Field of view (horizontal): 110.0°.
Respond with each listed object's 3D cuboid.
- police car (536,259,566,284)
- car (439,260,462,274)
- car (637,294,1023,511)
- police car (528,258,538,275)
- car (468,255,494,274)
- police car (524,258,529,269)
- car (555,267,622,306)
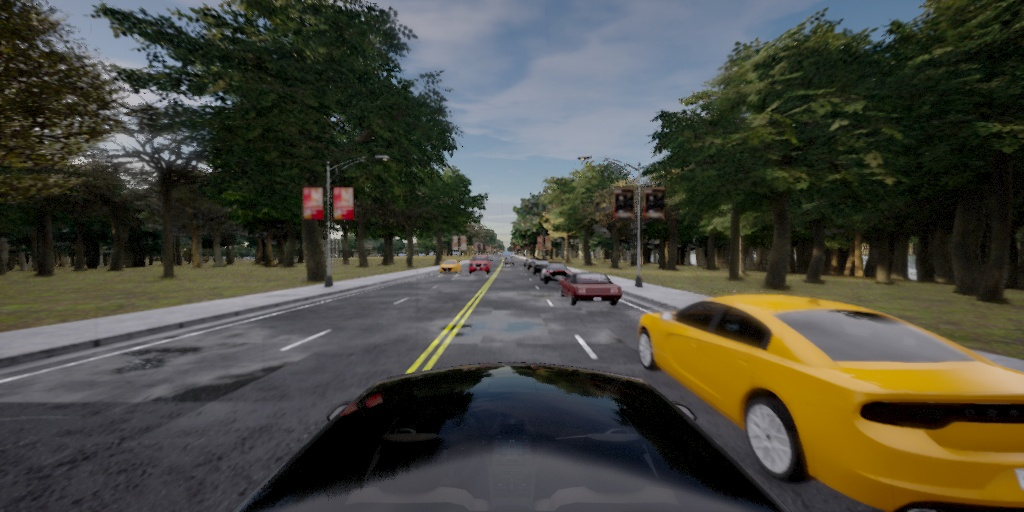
[{"bbox_3d":[3.181,1.224,26.730,2.038,1.542,4.974,0,0,0],"label":"police car"},{"bbox_3d":[-6.740,1.164,39.621,1.882,1.535,5.008,0,0,0],"label":"car"},{"bbox_3d":[3.249,1.226,4.694,1.882,1.535,5.008,0,0,0],"label":"car"},{"bbox_3d":[3.114,1.115,37.836,1.930,1.638,5.238,0,0,0],"label":"police car"},{"bbox_3d":[-3.492,0.905,39.678,2.150,2.045,5.566,0,0,0],"label":"car"},{"bbox_3d":[3.021,1.074,48.847,1.930,1.638,5.238,0,0,-1],"label":"police car"},{"bbox_3d":[3.228,1.340,15.735,1.895,1.301,4.718,0,0,0],"label":"car"}]
